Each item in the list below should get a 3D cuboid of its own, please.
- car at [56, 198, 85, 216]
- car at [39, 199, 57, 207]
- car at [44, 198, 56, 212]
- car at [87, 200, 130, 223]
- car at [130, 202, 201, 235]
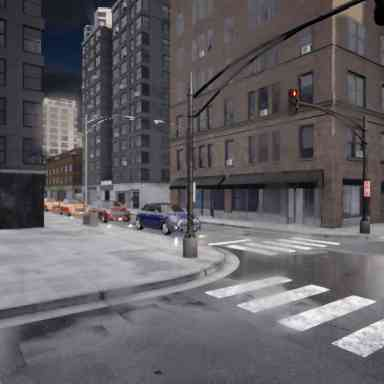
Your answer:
[{"bbox_3d":[-12.260,1.502,34.640,2.097,1.767,4.553,0,0,-35],"label":"car"},{"bbox_3d":[-24.768,1.864,57.201,1.895,1.301,4.718,0,0,-35],"label":"car"},{"bbox_3d":[-17.866,1.543,42.521,2.097,1.767,4.553,0,0,-35],"label":"car"},{"bbox_3d":[-6.665,1.460,26.768,2.097,1.767,4.553,0,0,-35],"label":"car"},{"bbox_3d":[-1.470,1.420,19.482,2.097,1.767,4.553,0,0,-38],"label":"car"}]
